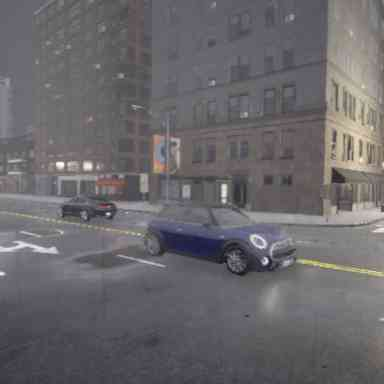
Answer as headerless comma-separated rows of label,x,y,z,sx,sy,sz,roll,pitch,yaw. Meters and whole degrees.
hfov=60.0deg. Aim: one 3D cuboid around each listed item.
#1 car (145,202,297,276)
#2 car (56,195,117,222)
car,0.708,1.136,9.824,4.553,1.767,2.097,2,2,41
car,-6.648,0.956,20.780,4.892,1.490,1.837,2,2,41
